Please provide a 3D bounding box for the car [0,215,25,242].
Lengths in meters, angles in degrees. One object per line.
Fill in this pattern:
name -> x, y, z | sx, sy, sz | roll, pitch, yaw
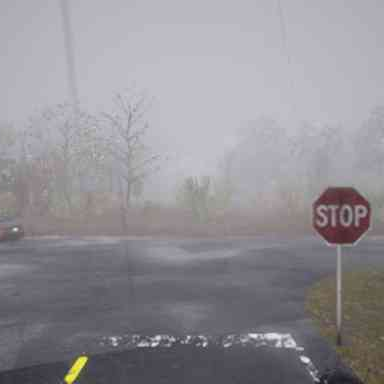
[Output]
car -> -9.579, 1.582, 14.473 | 4.181, 1.385, 1.994 | 0, 0, 6
